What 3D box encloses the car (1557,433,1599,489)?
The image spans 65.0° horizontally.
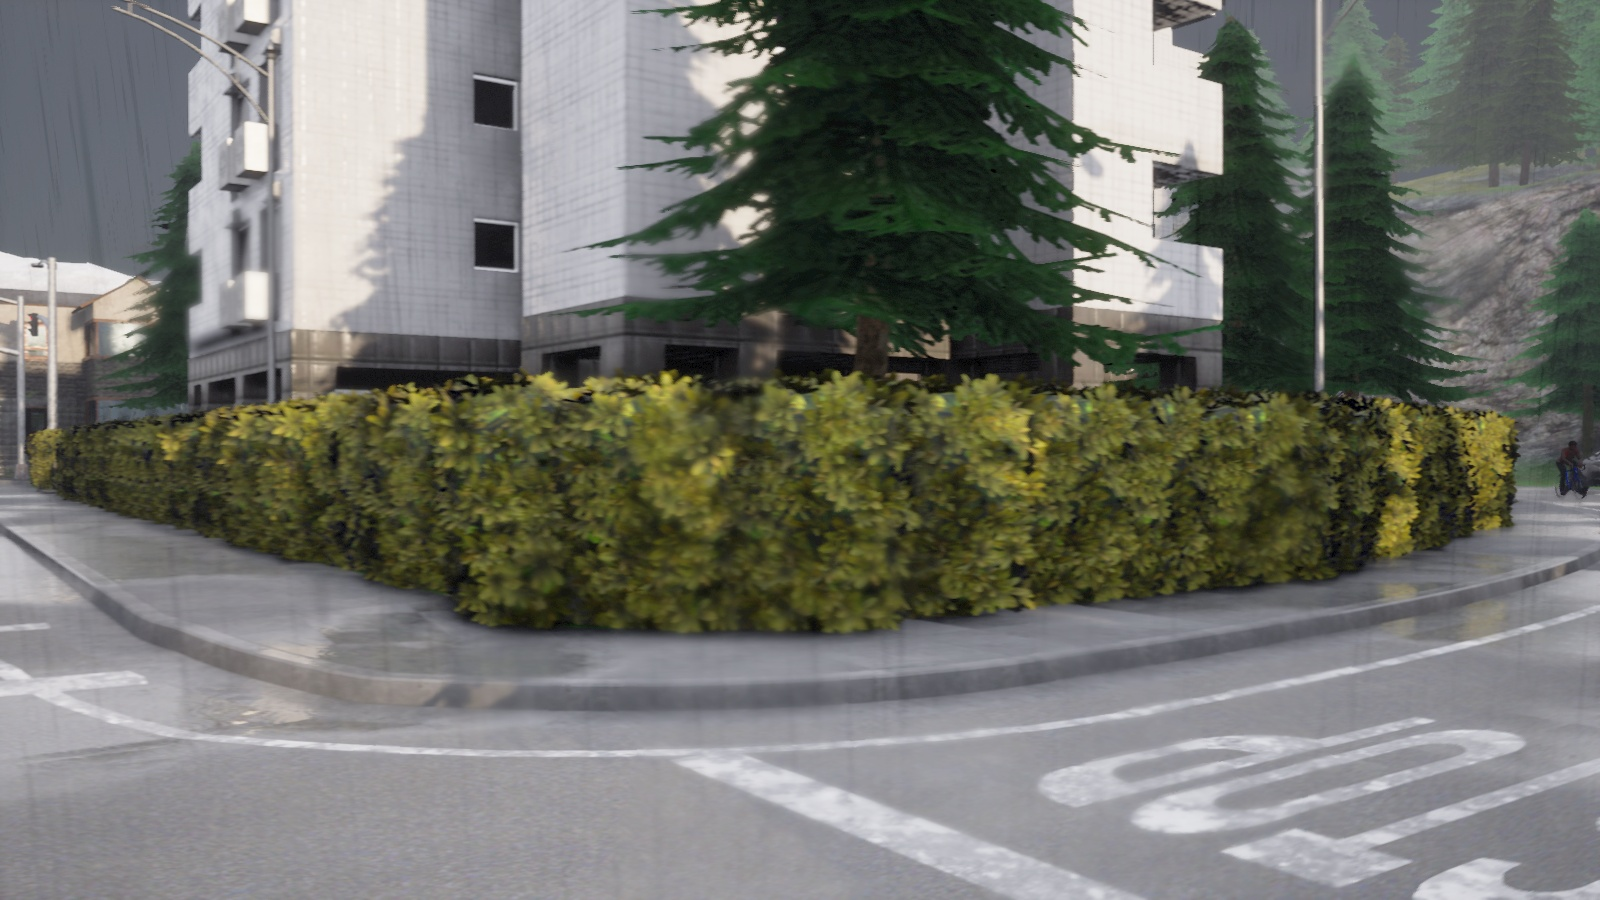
[{"bbox_3d":[25.001,0.333,37.444,2.242,1.667,4.611,0,0,3],"label":"car"}]

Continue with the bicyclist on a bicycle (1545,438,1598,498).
[{"bbox_3d":[21.250,0.476,34.623,0.582,1.620,1.656,-1,0,6],"label":"bicyclist on a bicycle"}]
